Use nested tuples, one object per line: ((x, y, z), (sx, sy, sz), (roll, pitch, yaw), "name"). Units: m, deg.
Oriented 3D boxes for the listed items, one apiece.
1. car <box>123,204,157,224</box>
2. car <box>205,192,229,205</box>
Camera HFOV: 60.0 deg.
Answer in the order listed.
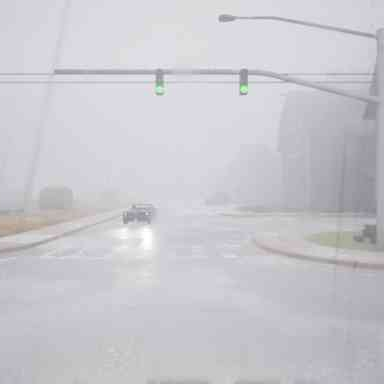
((-3.679, 1.522, 23.975), (1.895, 1.301, 4.718), (0, 0, 0), "car")
((3.946, 0.992, 52.590), (1.905, 1.878, 3.866), (-8, 4, -42), "car")
